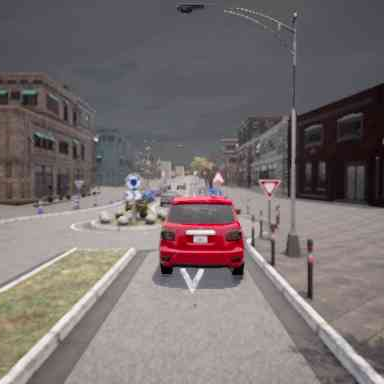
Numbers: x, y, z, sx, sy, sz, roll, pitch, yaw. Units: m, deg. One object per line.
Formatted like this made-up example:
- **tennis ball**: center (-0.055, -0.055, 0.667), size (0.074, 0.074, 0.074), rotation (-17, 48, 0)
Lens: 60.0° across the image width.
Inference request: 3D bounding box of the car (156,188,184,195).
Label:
- **car**: center (-2.208, 0.635, 34.561), size (2.033, 1.411, 5.357), rotation (0, 2, 0)

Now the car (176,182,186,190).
- **car**: center (-2.390, -1.183, 71.439), size (1.812, 1.442, 4.674), rotation (0, 2, 0)

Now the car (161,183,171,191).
- **car**: center (-5.384, -1.146, 69.571), size (1.882, 1.535, 5.008), rotation (0, 3, 0)

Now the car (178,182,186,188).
- **car**: center (-2.419, -1.750, 81.428), size (1.812, 1.442, 4.674), rotation (0, 2, 0)

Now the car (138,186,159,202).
- **car**: center (-5.419, 0.400, 38.636), size (1.882, 1.535, 5.008), rotation (0, 2, 1)

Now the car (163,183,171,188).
- **car**: center (-5.375, -0.618, 59.182), size (1.837, 1.490, 4.892), rotation (0, 3, 0)

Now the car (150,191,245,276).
- **car**: center (0.366, 1.115, 10.257), size (2.150, 2.045, 5.566), rotation (0, 1, 4)

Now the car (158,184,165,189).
- **car**: center (-5.405, -0.045, 48.975), size (1.812, 1.442, 4.674), rotation (0, 3, 0)
